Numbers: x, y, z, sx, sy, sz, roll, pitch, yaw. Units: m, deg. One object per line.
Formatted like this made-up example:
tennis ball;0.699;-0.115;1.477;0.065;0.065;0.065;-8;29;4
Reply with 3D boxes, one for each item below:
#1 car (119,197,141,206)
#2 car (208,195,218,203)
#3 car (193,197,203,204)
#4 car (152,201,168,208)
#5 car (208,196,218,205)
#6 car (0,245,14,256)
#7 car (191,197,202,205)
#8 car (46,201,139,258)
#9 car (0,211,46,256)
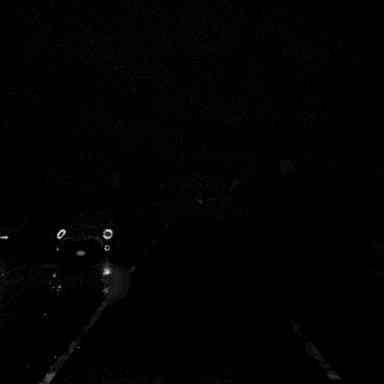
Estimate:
car;-7.023;1.295;37.551;1.882;1.535;5.008;0;0;0
car;4.920;1.704;77.425;2.097;1.767;4.553;0;0;4
car;1.403;1.858;77.309;2.128;1.511;4.902;0;0;4
car;-3.523;1.340;37.527;2.128;1.511;4.902;0;0;0
car;4.258;1.897;66.828;2.033;1.411;5.357;0;0;3
car;-3.603;1.543;2.642;1.812;1.442;4.674;0;0;0
car;0.763;1.953;67.002;1.895;1.301;4.718;0;0;3
car;-3.616;1.424;13.091;2.097;1.767;4.553;0;0;0
car;-7.119;1.568;13.473;2.128;1.511;4.902;0;0;0
